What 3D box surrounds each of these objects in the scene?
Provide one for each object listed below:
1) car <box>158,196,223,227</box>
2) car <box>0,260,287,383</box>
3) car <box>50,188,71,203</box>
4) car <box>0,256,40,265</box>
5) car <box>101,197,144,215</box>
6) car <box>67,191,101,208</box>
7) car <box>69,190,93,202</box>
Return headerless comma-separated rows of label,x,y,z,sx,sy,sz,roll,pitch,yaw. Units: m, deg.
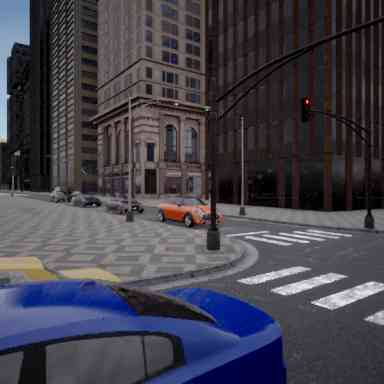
car,-0.200,1.049,20.116,2.097,1.767,4.553,0,1,-36
car,-1.503,1.477,2.183,5.008,1.535,1.882,0,0,-36
car,-17.526,0.635,44.367,1.837,1.490,4.892,0,1,-35
car,-3.233,1.525,4.343,4.829,1.417,1.752,0,0,-36
car,-5.627,1.080,27.689,1.994,1.385,4.181,0,1,-36
car,-11.395,0.874,35.746,2.033,1.411,5.357,0,1,-36
car,-15.960,0.575,47.512,1.882,1.535,5.008,0,1,-36
